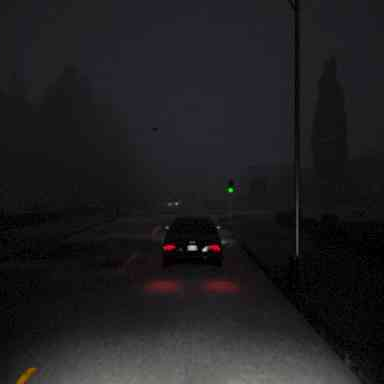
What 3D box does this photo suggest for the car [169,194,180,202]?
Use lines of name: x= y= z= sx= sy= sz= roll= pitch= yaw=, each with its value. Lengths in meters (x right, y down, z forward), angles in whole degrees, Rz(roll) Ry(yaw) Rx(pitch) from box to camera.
car: x=-3.978 y=1.488 z=71.675 sx=1.895 sy=1.301 sz=4.718 roll=0 pitch=0 yaw=0

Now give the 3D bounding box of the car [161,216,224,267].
car: x=0.029 y=1.530 z=11.341 sx=2.033 sy=1.411 sz=5.357 roll=0 pitch=0 yaw=1

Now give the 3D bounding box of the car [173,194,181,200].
car: x=-3.973 y=1.353 z=87.421 sx=1.837 sy=1.490 sz=4.892 roll=0 pitch=0 yaw=0

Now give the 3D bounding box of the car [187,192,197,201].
car: x=0.026 y=1.092 z=83.054 sx=2.150 sy=2.045 sz=5.566 roll=0 pitch=0 yaw=0
